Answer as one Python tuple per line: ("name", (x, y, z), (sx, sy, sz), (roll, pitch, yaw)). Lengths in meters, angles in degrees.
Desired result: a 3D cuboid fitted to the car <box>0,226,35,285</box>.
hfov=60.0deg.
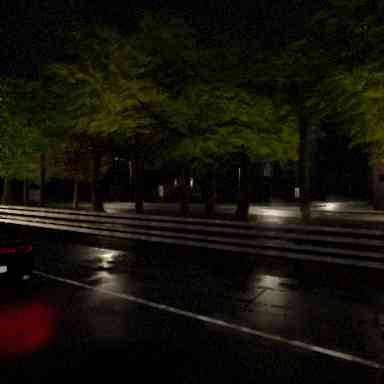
("car", (-5.901, 1.408, 8.202), (5.008, 1.535, 1.882), (1, 0, 35))
